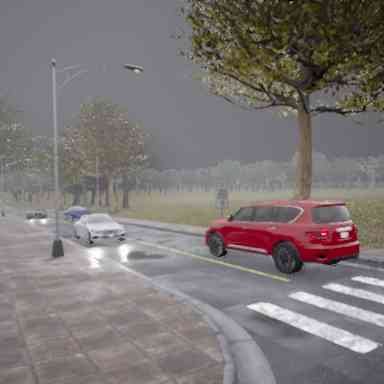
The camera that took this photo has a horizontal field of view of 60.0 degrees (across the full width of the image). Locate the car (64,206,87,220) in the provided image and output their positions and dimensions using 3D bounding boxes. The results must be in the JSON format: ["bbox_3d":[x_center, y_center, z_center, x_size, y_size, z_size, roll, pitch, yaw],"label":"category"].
[{"bbox_3d":[-12.009,2.192,34.618,1.882,1.535,5.008,-1,-1,-32],"label":"car"}]

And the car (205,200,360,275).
[{"bbox_3d":[2.680,1.310,11.213,2.150,2.045,5.566,-1,-1,-32],"label":"car"}]

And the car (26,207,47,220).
[{"bbox_3d":[-18.644,2.530,39.779,1.994,1.385,4.181,-1,-1,-32],"label":"car"}]

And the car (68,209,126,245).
[{"bbox_3d":[-5.181,1.905,18.201,1.812,1.442,4.674,-1,-1,-32],"label":"car"}]
